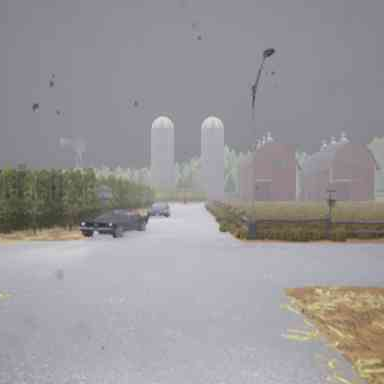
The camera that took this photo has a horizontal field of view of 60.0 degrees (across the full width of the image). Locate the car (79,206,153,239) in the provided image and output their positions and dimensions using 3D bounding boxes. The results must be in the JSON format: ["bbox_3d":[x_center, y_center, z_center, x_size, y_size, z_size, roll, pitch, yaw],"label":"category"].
[{"bbox_3d":[-3.996,1.639,17.894,1.895,1.301,4.718,0,0,14],"label":"car"}]

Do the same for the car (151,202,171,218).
[{"bbox_3d":[-3.063,1.704,31.847,1.812,1.442,4.674,0,0,0],"label":"car"}]
